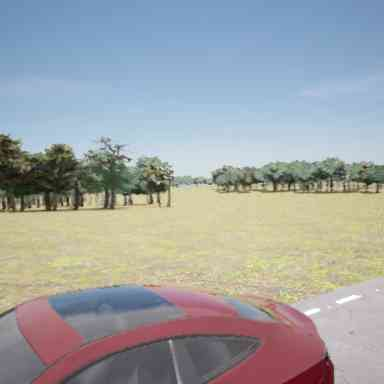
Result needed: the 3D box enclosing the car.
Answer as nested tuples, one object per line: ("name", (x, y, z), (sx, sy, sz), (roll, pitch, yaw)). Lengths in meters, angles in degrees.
("car", (-0.846, 1.526, 2.346), (4.674, 1.442, 1.812), (0, 0, -35))
